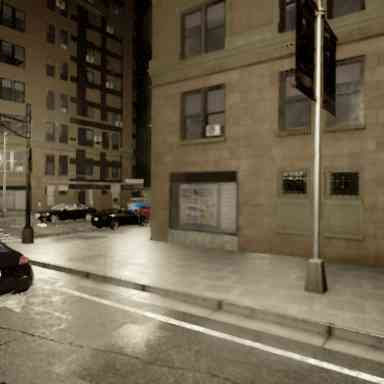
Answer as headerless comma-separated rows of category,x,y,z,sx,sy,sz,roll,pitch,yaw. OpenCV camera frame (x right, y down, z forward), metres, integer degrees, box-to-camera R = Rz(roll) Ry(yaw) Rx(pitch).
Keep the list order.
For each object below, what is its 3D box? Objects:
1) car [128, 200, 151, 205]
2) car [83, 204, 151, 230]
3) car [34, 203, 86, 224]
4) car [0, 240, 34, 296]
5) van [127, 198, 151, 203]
car,-4.095,1.798,34.314,1.994,1.385,4.181,1,0,37
car,-4.931,1.798,23.000,1.947,1.339,4.313,0,0,36
car,-9.880,1.649,26.292,2.128,1.511,4.902,1,0,38
car,-5.482,1.579,7.586,4.181,1.385,1.994,0,0,36
van,-5.411,1.553,36.904,1.690,1.788,3.998,0,0,36
